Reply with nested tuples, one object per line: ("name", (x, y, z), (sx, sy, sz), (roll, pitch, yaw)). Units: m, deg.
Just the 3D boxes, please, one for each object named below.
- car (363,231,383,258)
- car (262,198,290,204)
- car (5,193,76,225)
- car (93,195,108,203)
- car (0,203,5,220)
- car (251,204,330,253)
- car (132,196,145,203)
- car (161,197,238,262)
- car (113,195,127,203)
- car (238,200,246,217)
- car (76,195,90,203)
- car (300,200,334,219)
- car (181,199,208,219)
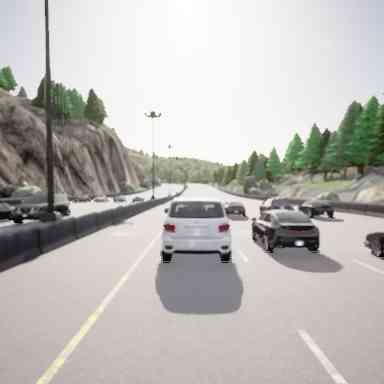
("car", (7.121, 1.534, 9.605), (2.033, 1.411, 5.357), (0, 0, 0))
("car", (7.182, 1.285, 28.622), (2.097, 1.767, 4.553), (0, 0, 0))
("car", (-10.528, 1.131, 23.715), (2.150, 2.045, 5.566), (0, 0, 0))
("car", (-17.319, 1.299, 63.259), (1.812, 1.442, 4.674), (0, 0, 1))
("car", (-14.031, 1.450, 23.154), (2.033, 1.411, 5.357), (0, 0, 0))
("car", (3.634, 1.473, 13.611), (1.837, 1.490, 4.892), (0, 0, 0))
("car", (-10.311, 1.386, 64.048), (1.895, 1.301, 4.718), (0, 0, 1))
("car", (0.130, 1.186, 12.085), (2.150, 2.045, 5.566), (0, 0, 0))
("car", (-13.817, 1.280, 63.664), (2.128, 1.511, 4.902), (0, 0, 1))
("car", (3.687, 1.447, 29.869), (1.812, 1.442, 4.674), (0, 0, 0))
("car", (-20.812, 1.292, 63.237), (1.812, 1.442, 4.674), (0, 0, 1))
("car", (10.684, 1.444, 28.994), (1.837, 1.490, 4.892), (0, 0, 0))
("car", (0.184, 1.408, 28.940), (2.128, 1.511, 4.902), (0, 0, 0))
